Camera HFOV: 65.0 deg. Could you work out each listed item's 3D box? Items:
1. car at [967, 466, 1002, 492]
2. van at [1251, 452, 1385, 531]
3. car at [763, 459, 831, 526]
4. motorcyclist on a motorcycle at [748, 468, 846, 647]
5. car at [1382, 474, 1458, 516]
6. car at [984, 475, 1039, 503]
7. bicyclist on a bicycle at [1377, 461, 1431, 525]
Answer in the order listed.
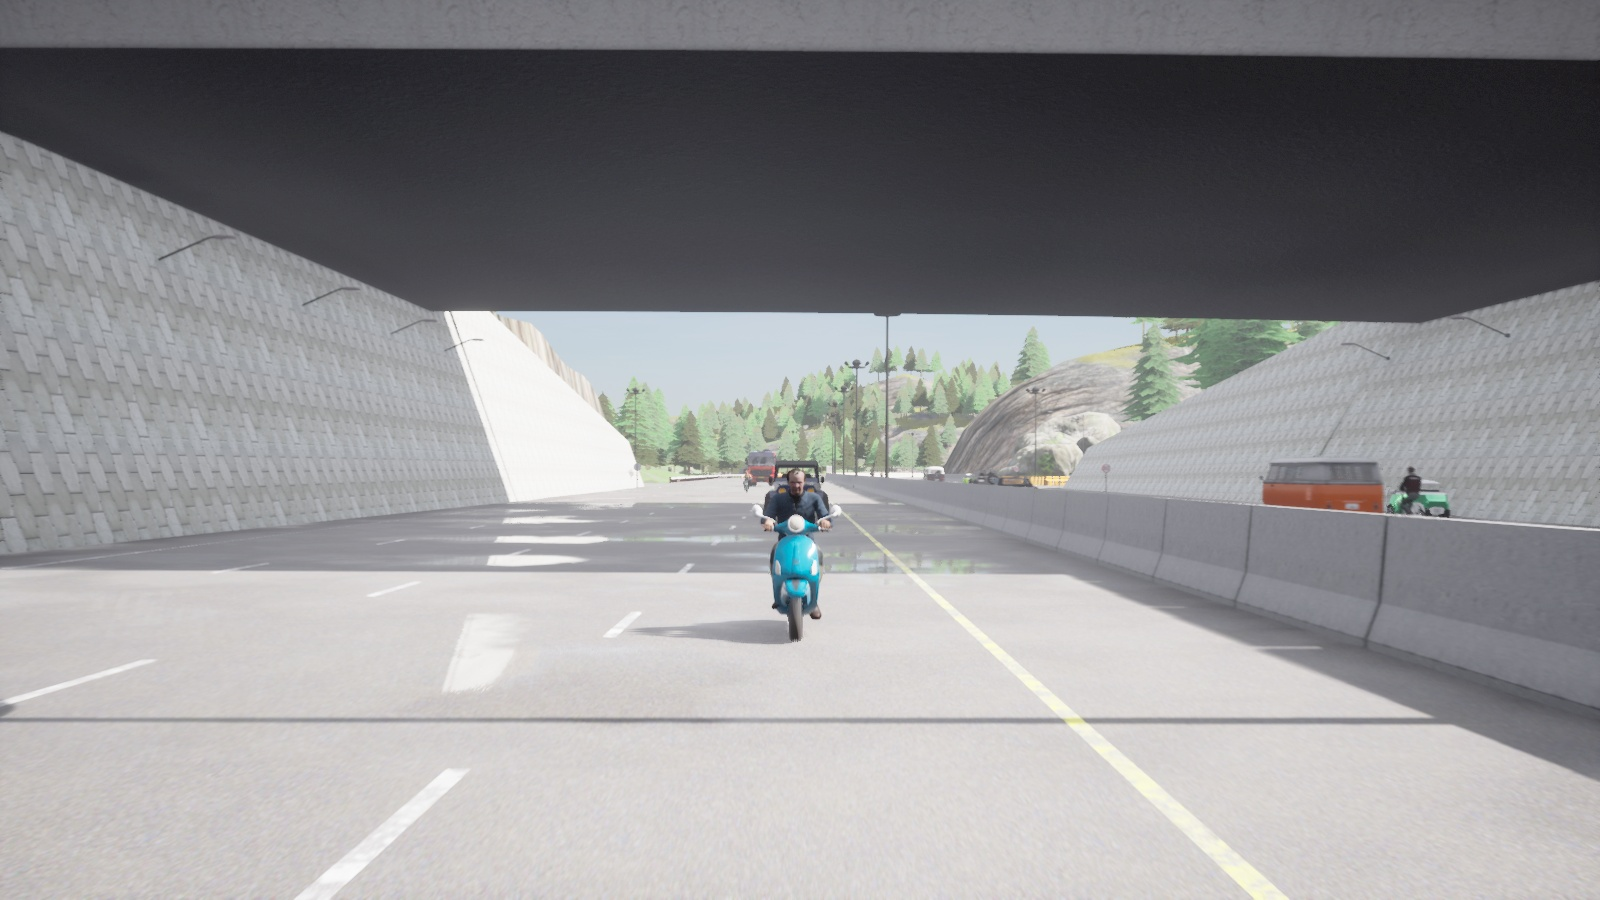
[{"bbox_3d":[13.712,2.143,93.592,1.932,1.855,4.605,0,-1,0],"label":"car"},{"bbox_3d":[13.916,1.081,34.007,1.775,1.987,4.442,0,-1,0],"label":"van"},{"bbox_3d":[-0.092,1.237,37.381,1.905,1.878,3.866,0,-1,0],"label":"car"},{"bbox_3d":[-0.030,0.972,12.149,0.866,1.590,1.817,0,-1,0],"label":"motorcyclist on a motorcycle"},{"bbox_3d":[20.893,1.496,42.398,1.481,1.376,2.207,0,-1,0],"label":"car"},{"bbox_3d":[10.326,1.904,61.549,1.895,1.301,4.718,0,-1,0],"label":"car"},{"bbox_3d":[17.411,1.222,36.225,0.659,1.776,1.843,0,-1,0],"label":"bicyclist on a bicycle"}]
